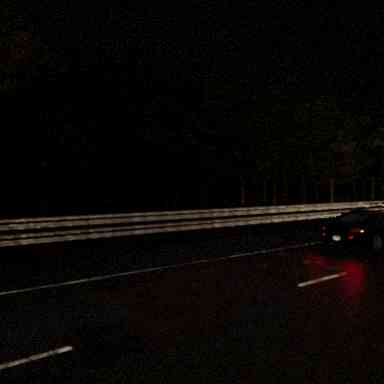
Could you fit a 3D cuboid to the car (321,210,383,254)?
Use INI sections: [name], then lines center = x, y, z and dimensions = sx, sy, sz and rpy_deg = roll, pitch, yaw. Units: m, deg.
[car]
center = 6.935, 1.426, 12.980
dimensions = 4.674, 1.442, 1.812
rpy_deg = -1, 0, -35
